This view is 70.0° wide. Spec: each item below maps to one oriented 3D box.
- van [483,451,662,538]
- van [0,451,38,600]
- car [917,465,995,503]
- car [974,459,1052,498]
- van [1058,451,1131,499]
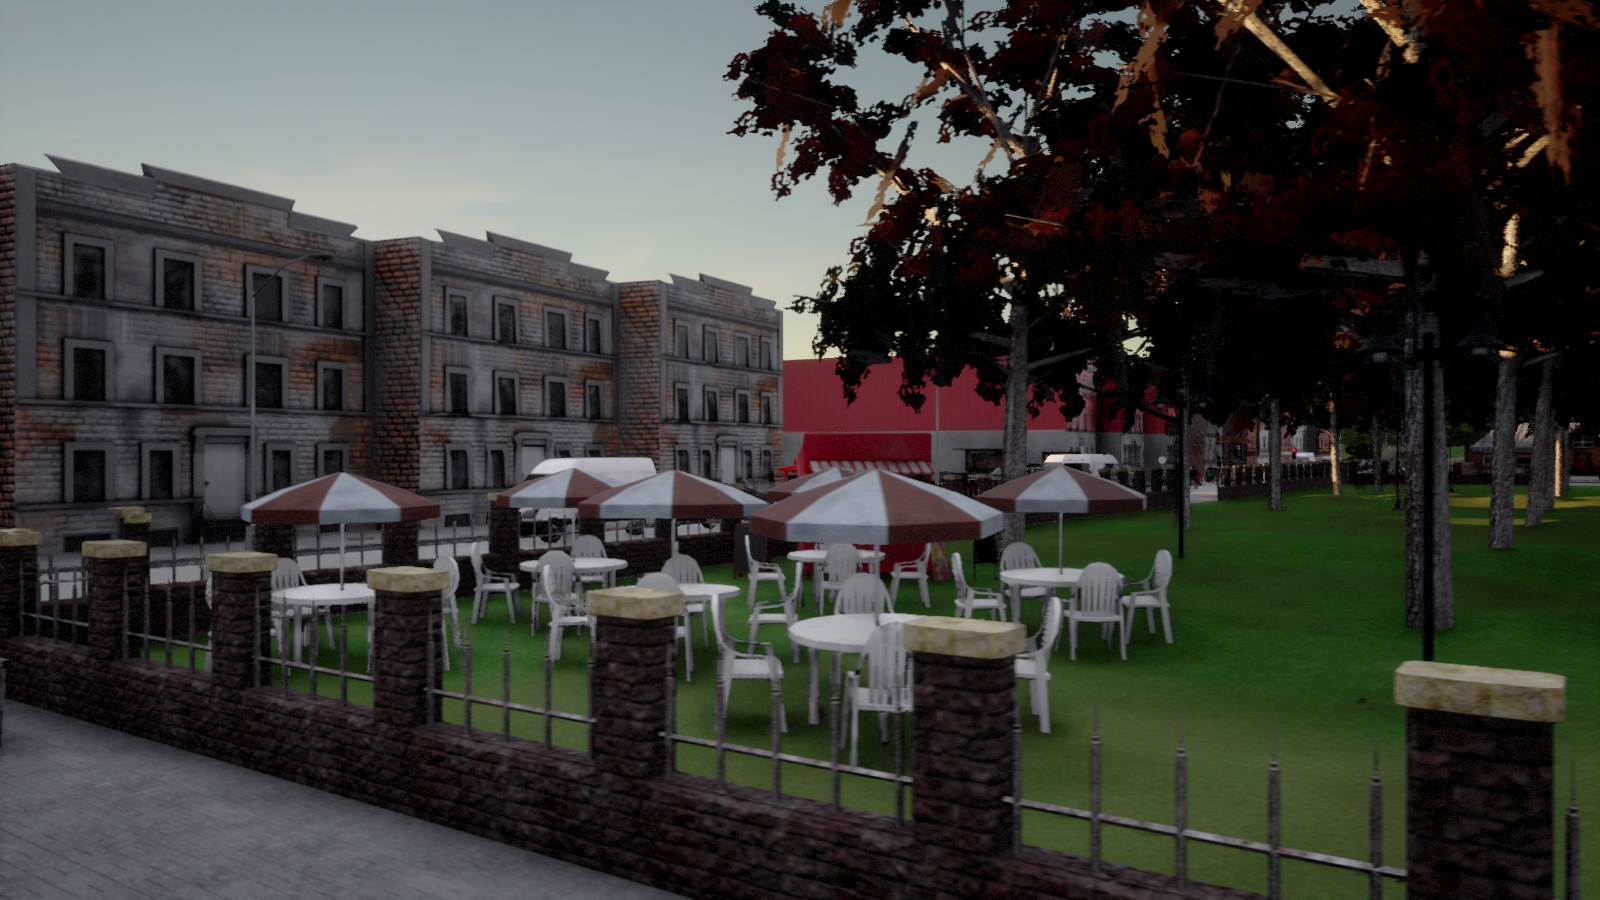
[{"bbox_3d":[-7.146,1.313,36.610,1.988,2.561,5.915,0,0,35],"label":"van"},{"bbox_3d":[-15.350,1.314,17.738,1.988,2.561,5.915,-1,0,17],"label":"van"},{"bbox_3d":[8.007,1.685,58.332,2.097,1.767,4.553,0,0,35],"label":"car"},{"bbox_3d":[11.963,1.558,63.881,2.150,2.045,5.566,0,0,35],"label":"car"},{"bbox_3d":[16.364,1.313,63.258,1.988,2.561,5.915,0,0,35],"label":"van"}]
